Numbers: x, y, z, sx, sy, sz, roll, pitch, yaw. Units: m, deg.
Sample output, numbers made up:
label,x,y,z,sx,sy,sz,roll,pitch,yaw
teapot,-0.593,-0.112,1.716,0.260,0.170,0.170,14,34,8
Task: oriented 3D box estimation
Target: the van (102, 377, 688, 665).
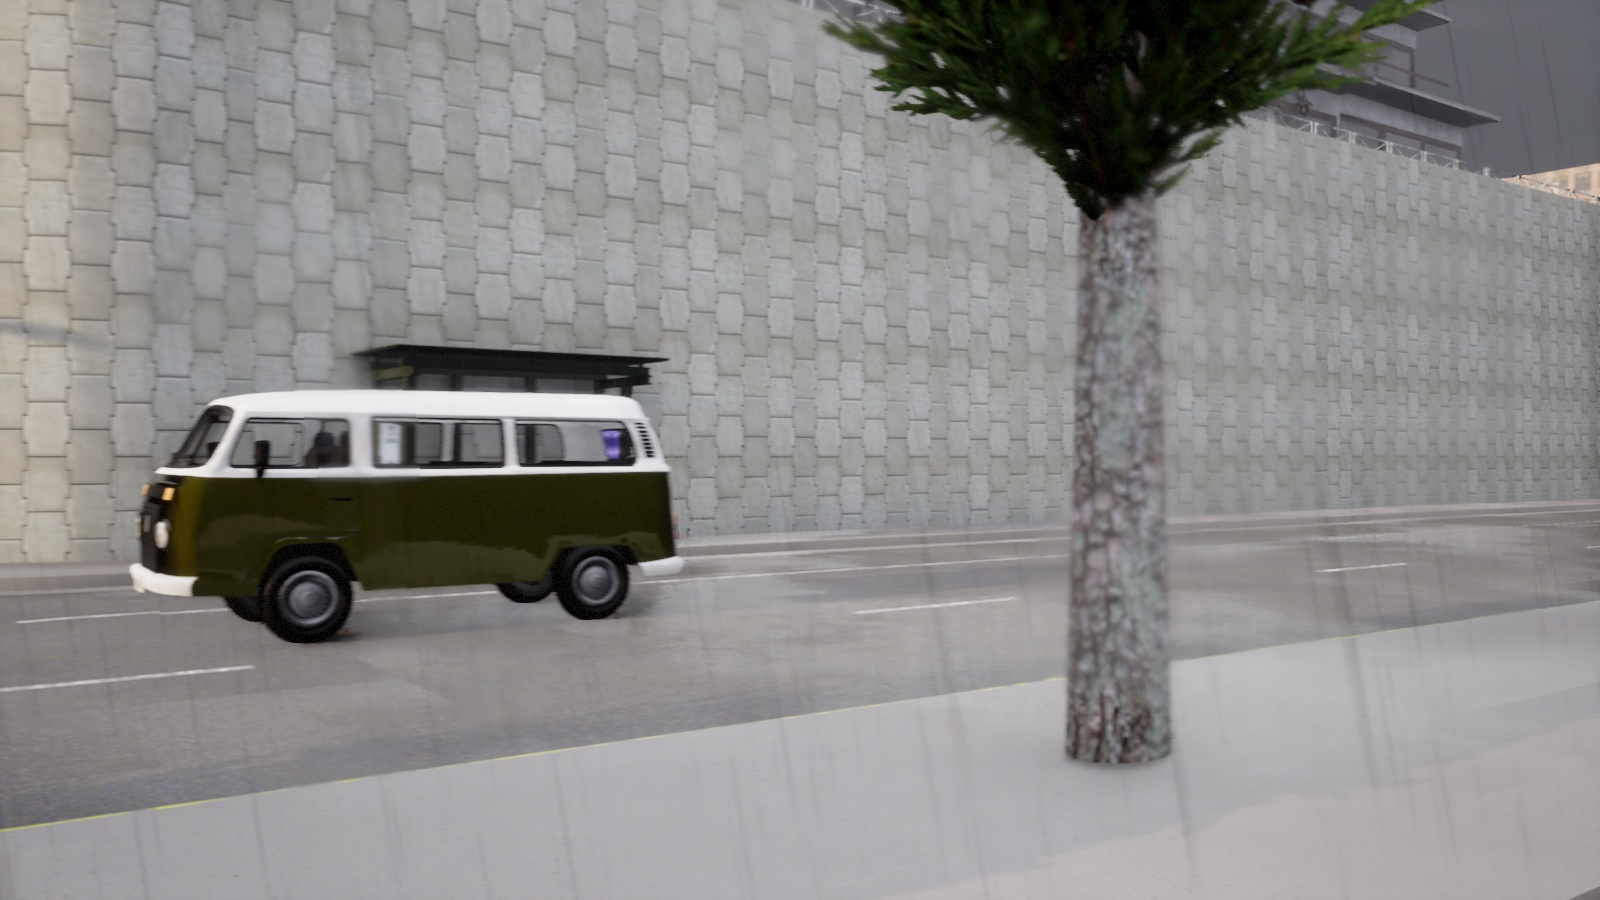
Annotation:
label,x,y,z,sx,sy,sz,roll,pitch,yaw
van,-3.451,0.503,11.005,4.480,2.038,2.069,0,0,-35
